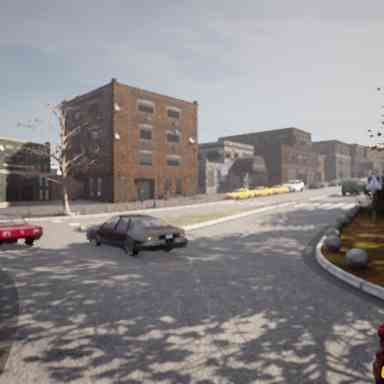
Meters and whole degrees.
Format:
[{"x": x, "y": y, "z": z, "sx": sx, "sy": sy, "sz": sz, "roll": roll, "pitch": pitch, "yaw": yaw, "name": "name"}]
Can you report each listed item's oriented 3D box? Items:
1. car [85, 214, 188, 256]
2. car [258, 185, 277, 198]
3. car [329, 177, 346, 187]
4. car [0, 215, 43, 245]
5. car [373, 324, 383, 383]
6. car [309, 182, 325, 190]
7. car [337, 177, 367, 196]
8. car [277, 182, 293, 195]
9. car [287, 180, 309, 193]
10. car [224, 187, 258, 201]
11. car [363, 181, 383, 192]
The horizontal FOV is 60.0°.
[{"x": -2.431, "y": 1.606, "z": 13.448, "sx": 2.033, "sy": 1.411, "sz": 5.357, "roll": 0, "pitch": 0, "yaw": -41, "name": "car"}, {"x": 10.083, "y": -0.052, "z": 49.610, "sx": 1.946, "sy": 1.575, "sz": 5.366, "roll": 0, "pitch": 3, "yaw": 42, "name": "car"}, {"x": 32.232, "y": -1.988, "z": 74.626, "sx": 2.231, "sy": 1.521, "sz": 4.892, "roll": 0, "pitch": 3, "yaw": 42, "name": "car"}, {"x": -8.730, "y": 1.675, "z": 14.661, "sx": 4.718, "sy": 1.301, "sz": 1.895, "roll": 0, "pitch": 0, "yaw": 34, "name": "car"}, {"x": 3.163, "y": 1.479, "z": 1.487, "sx": 1.882, "sy": 1.535, "sz": 5.008, "roll": 0, "pitch": -1, "yaw": -12, "name": "car"}, {"x": 24.892, "y": -1.317, "z": 66.342, "sx": 2.163, "sy": 1.488, "sz": 4.792, "roll": 0, "pitch": 3, "yaw": 42, "name": "car"}, {"x": 22.305, "y": -0.594, "z": 45.642, "sx": 2.150, "sy": 2.045, "sz": 5.566, "roll": 0, "pitch": 3, "yaw": 42, "name": "car"}, {"x": 13.739, "y": -0.372, "z": 53.740, "sx": 1.946, "sy": 1.575, "sz": 5.366, "roll": 0, "pitch": 3, "yaw": 42, "name": "car"}, {"x": 17.575, "y": -0.957, "z": 58.069, "sx": 2.435, "sy": 2.045, "sz": 5.566, "roll": 0, "pitch": 3, "yaw": 41, "name": "car"}, {"x": 6.421, "y": 0.271, "z": 45.488, "sx": 1.946, "sy": 1.575, "sz": 5.366, "roll": 0, "pitch": 3, "yaw": 42, "name": "car"}, {"x": 29.192, "y": -0.919, "z": 53.509, "sx": 1.837, "sy": 1.490, "sz": 4.892, "roll": 0, "pitch": 3, "yaw": 42, "name": "car"}]
